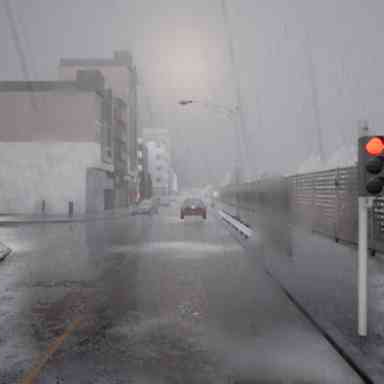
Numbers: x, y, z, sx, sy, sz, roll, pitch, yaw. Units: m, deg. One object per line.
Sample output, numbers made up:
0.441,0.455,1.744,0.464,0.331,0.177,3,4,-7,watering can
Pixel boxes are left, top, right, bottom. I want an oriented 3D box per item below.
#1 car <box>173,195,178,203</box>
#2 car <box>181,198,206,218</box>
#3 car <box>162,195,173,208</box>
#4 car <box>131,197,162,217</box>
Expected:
-3.983,1.437,68.149,1.837,1.490,4.892,0,0,0,car
0.118,1.321,29.657,2.097,1.767,4.553,0,0,0,car
-4.068,1.457,47.082,1.837,1.490,4.892,0,0,0,car
-4.390,1.473,31.236,1.837,1.490,4.892,0,0,4,car
